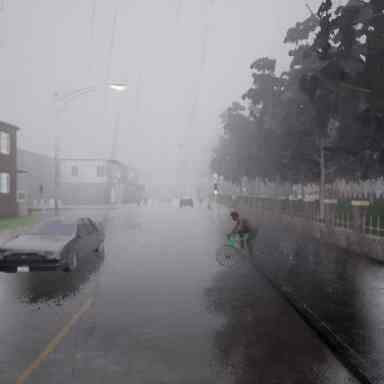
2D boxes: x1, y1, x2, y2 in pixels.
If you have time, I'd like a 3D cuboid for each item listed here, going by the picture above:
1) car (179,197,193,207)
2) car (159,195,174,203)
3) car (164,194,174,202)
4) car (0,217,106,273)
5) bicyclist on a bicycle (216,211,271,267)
[{"bbox_3d":[-0.866,1.436,50.302,1.882,1.535,5.008,0,0,-1],"label":"car"},{"bbox_3d":[-5.290,1.299,65.261,2.097,1.767,4.553,0,0,-1],"label":"car"},{"bbox_3d":[-5.580,1.508,80.790,2.097,1.767,4.553,0,0,-1],"label":"car"},{"bbox_3d":[-4.265,1.539,10.956,2.033,1.411,5.357,0,0,-1],"label":"car"},{"bbox_3d":[1.486,1.380,9.814,1.656,1.620,0.582,-6,1,-2],"label":"bicyclist on a bicycle"}]
